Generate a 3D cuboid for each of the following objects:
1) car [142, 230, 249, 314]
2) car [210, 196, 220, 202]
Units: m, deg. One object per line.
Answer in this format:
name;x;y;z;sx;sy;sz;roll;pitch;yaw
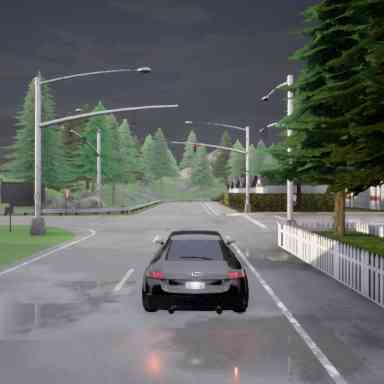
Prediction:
car;0.075;1.564;7.686;1.994;1.385;4.181;0;0;1
car;6.703;1.524;72.905;5.357;1.411;2.033;0;0;-22
